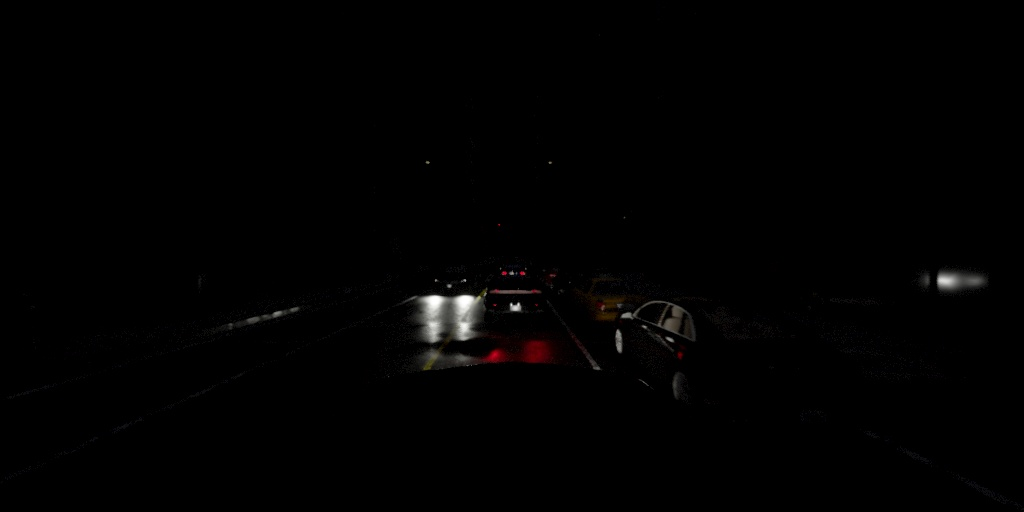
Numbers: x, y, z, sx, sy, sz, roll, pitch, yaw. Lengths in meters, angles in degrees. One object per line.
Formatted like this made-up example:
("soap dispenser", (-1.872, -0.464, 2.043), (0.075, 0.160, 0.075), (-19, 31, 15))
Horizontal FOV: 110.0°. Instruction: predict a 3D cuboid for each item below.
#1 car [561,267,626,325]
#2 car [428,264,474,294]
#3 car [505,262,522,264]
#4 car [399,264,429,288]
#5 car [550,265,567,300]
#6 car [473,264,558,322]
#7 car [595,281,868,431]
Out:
("car", (2.871, 1.220, 11.352), (1.751, 1.417, 4.829), (0, 0, 0))
("car", (-3.010, 1.171, 19.604), (1.812, 1.442, 4.674), (0, 0, 0))
("car", (0.095, 1.156, 25.516), (2.033, 1.411, 5.357), (0, 0, 0))
("car", (-5.675, 1.173, 22.350), (1.888, 1.381, 4.507), (0, 0, 0))
("car", (2.871, 1.227, 16.768), (1.948, 1.339, 4.313), (0, 0, 0))
("car", (0.098, 1.180, 12.062), (2.128, 1.511, 4.902), (0, 0, 0))
("car", (2.871, 1.278, 5.596), (2.007, 1.370, 4.403), (0, 0, 0))
